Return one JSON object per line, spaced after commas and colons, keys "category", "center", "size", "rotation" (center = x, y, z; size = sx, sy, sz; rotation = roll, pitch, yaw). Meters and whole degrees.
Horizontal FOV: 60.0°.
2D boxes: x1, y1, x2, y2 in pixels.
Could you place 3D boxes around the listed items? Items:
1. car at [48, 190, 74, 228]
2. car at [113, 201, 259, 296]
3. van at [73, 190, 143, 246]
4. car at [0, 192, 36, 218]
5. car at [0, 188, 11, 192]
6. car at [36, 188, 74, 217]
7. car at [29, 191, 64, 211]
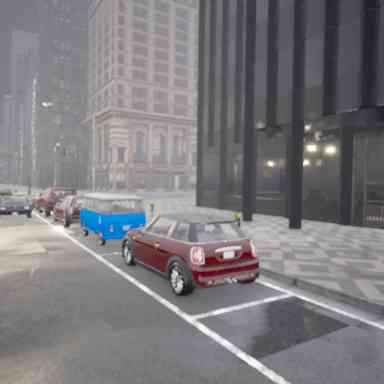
{"category": "car", "center": [-6.168, 0.893, 17.814], "size": [1.967, 1.590, 4.097], "rotation": [0, 2, -32]}
{"category": "car", "center": [-0.283, 1.217, 8.286], "size": [1.967, 1.590, 4.097], "rotation": [0, 2, -32]}
{"category": "van", "center": [-3.225, 0.956, 13.048], "size": [1.690, 1.788, 3.998], "rotation": [0, 2, -32]}
{"category": "car", "center": [-11.391, 0.898, 21.159], "size": [1.895, 1.301, 4.718], "rotation": [0, 2, -31]}
{"category": "car", "center": [-19.399, 0.382, 34.128], "size": [1.837, 1.490, 4.892], "rotation": [0, 2, -31]}
{"category": "car", "center": [-9.110, 0.606, 22.575], "size": [2.192, 1.841, 5.009], "rotation": [0, 2, -32]}
{"category": "car", "center": [-12.055, 0.679, 27.345], "size": [2.008, 1.369, 4.403], "rotation": [0, 2, -32]}
